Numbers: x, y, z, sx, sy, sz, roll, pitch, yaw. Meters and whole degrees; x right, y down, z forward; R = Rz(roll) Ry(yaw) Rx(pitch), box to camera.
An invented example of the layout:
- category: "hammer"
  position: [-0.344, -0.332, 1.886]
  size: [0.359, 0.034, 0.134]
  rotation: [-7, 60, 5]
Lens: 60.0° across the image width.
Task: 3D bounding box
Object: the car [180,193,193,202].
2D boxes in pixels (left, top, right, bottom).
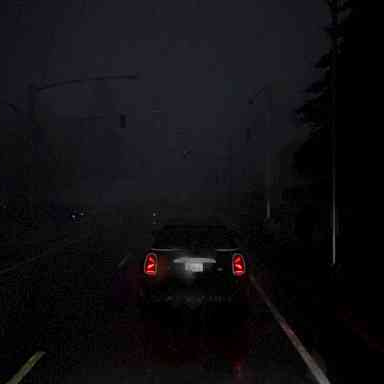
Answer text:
- category: "car"
  position: [-0.860, 1.555, 73.369]
  size: [1.895, 1.301, 4.718]
  rotation: [0, 0, -7]

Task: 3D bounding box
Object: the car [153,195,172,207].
- category: "car"
  position: [-3.998, 1.496, 43.580]
  size: [1.812, 1.442, 4.674]
  rotation: [0, 0, 0]

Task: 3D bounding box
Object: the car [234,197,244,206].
- category: "car"
  position: [8.902, 1.144, 48.722]
  size: [4.605, 1.855, 1.932]
  rotation: [0, 0, -1]

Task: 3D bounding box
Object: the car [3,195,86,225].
- category: "car"
  position: [-10.467, 1.207, 23.700]
  size: [5.566, 2.045, 2.150]
  rotation: [0, 0, 5]

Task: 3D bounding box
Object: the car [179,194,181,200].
- category: "car"
  position: [-2.137, 1.158, 83.504]
  size: [2.097, 1.767, 4.553]
  rotation: [0, 0, -13]

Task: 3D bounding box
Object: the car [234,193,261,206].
- category: "car"
  position: [8.490, 1.146, 51.233]
  size: [3.866, 1.878, 1.905]
  rotation: [0, 0, -1]

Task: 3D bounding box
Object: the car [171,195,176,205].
- category: "car"
  position: [-4.059, 1.475, 52.754]
  size: [1.837, 1.490, 4.892]
  rotation: [0, 0, 0]

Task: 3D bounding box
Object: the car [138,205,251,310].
- category: "car"
  position: [0.070, 1.352, 8.006]
  size: [2.097, 1.767, 4.553]
  rotation: [0, 0, 1]
